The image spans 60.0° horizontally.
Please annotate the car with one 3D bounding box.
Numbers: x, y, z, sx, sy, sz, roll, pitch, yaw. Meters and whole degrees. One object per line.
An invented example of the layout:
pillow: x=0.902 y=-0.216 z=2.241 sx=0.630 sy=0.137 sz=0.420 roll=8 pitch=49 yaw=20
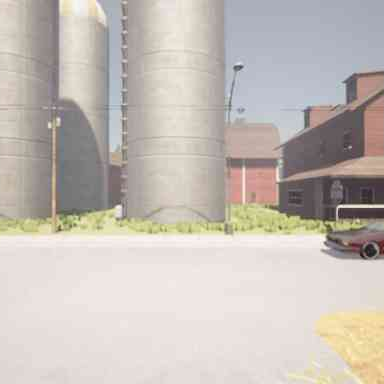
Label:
car: x=7.766 y=1.655 z=12.235 sx=5.357 sy=1.411 sz=2.033 roll=0 pitch=-1 yaw=0
